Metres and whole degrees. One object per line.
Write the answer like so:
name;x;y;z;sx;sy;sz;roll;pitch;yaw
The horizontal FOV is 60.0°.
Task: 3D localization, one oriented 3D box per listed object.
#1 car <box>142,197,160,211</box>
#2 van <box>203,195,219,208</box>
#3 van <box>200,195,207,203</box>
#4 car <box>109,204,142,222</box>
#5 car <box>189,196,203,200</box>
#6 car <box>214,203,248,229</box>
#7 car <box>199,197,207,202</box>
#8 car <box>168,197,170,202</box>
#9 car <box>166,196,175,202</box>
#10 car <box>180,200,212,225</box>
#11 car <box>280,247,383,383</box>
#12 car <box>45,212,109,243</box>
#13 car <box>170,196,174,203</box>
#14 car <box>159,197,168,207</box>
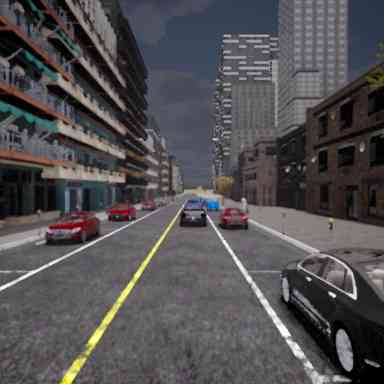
car;-5.702;1.759;44.377;1.802;1.307;4.206;-1;0;0
van;2.674;1.518;44.421;1.690;1.788;3.998;-1;0;0
van;2.675;1.632;77.902;1.690;1.788;3.998;-1;0;0
car;-5.703;1.658;27.636;1.887;1.381;4.507;-1;0;0
car;0.100;1.645;42.001;1.882;1.535;5.008;0;0;0
car;2.678;1.674;22.101;1.802;1.307;4.206;-1;0;0
car;2.679;1.873;83.483;1.947;1.339;4.313;-1;0;0
car;-5.704;1.677;61.120;1.967;1.590;4.097;-1;0;0
car;-5.702;1.868;89.021;1.887;1.381;4.507;-1;0;0
car;0.101;1.594;24.851;2.128;1.511;4.902;0;0;0
car;2.681;1.575;5.361;2.008;1.369;4.403;-1;0;0
car;-5.703;1.652;16.476;1.802;1.307;4.206;-1;0;0
car;-5.702;1.841;77.860;2.008;1.369;4.403;-1;0;0
car;-5.702;1.769;55.539;2.008;1.369;4.403;-1;0;0
